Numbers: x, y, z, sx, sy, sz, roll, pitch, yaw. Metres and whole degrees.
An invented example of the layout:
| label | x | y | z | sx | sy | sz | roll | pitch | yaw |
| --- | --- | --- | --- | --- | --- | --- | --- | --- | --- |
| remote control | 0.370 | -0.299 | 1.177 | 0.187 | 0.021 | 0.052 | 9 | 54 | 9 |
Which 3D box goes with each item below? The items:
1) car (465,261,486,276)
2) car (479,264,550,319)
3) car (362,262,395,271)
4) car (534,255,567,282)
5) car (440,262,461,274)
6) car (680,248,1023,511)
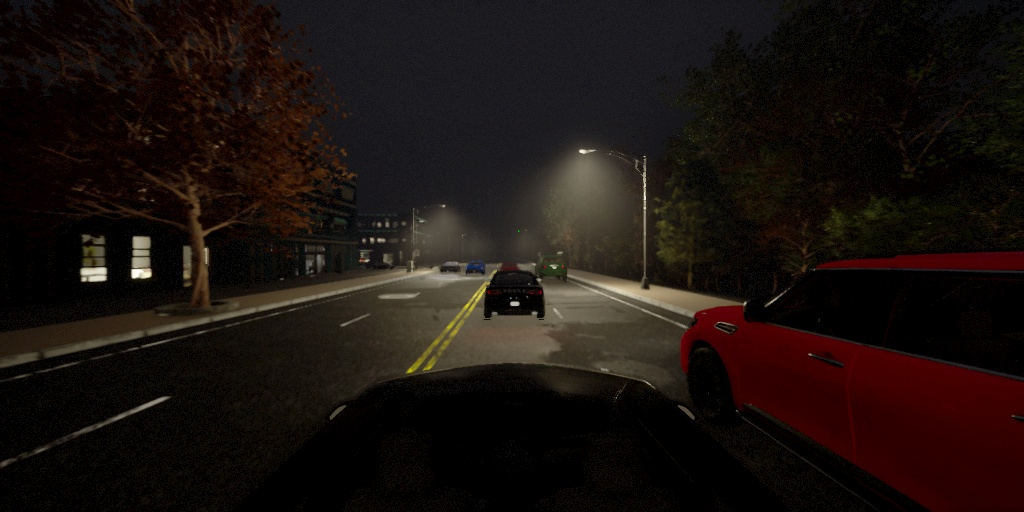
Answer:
| label | x | y | z | sx | sy | sz | roll | pitch | yaw |
| --- | --- | --- | --- | --- | --- | --- | --- | --- | --- |
| car | -3.752 | 1.225 | 37.526 | 1.882 | 1.535 | 5.008 | 0 | 0 | -1 |
| car | 0.054 | 1.226 | 12.796 | 1.882 | 1.535 | 5.008 | 0 | 0 | -1 |
| car | -20.680 | 1.568 | 56.648 | 4.313 | 1.339 | 1.948 | 0 | 0 | -1 |
| car | 3.072 | 0.968 | 29.051 | 2.150 | 2.045 | 5.566 | 0 | 0 | -1 |
| car | -7.044 | 1.349 | 41.309 | 1.895 | 1.301 | 4.718 | 0 | 0 | -1 |
| car | 3.361 | 0.971 | 2.543 | 2.150 | 2.045 | 5.566 | 0 | 0 | 0 |
